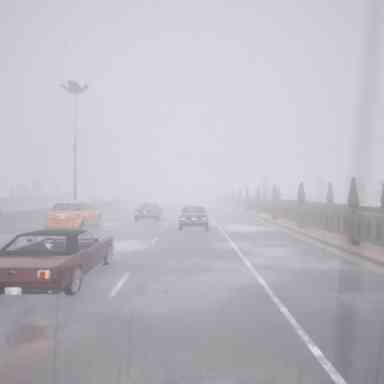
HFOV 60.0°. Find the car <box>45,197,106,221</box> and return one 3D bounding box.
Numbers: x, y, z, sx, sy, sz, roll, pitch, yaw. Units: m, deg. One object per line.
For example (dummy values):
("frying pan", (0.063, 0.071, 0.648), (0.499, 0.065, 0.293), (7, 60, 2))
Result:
("car", (-6.897, 1.353, 19.866), (2.097, 1.767, 4.553), (0, 0, 0))

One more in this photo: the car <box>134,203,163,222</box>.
("car", (-3.397, 1.553, 26.588), (2.033, 1.411, 5.357), (0, 0, 0))

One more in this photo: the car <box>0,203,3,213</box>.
("car", (-14.096, 1.479, 20.667), (1.882, 1.535, 5.008), (0, 0, 0))

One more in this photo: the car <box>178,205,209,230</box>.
("car", (0.102, 1.550, 21.097), (2.033, 1.411, 5.357), (0, 0, 0))

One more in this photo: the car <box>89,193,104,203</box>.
("car", (-21.172, 1.351, 73.827), (2.150, 2.045, 5.566), (0, 0, -4))

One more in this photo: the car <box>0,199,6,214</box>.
("car", (-21.087, 1.489, 33.450), (1.882, 1.535, 5.008), (0, 0, 0))

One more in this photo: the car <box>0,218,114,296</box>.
("car", (-3.399, 1.601, 8.578), (1.895, 1.301, 4.718), (0, 0, 0))

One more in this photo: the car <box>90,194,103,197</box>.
("car", (-17.501, 1.624, 61.714), (2.033, 1.411, 5.357), (0, 0, 0))

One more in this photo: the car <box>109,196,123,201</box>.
("car", (-14.015, 1.555, 61.622), (1.882, 1.535, 5.008), (0, 0, 1))
